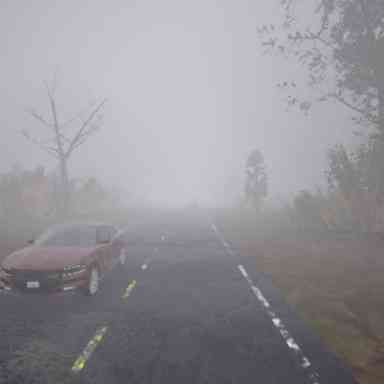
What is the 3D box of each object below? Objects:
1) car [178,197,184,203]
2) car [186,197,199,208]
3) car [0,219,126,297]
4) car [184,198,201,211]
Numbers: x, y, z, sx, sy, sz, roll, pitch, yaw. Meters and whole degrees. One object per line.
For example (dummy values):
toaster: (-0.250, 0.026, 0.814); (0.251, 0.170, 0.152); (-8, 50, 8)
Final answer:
car: (-2.895, 2.272, 91.354); (1.837, 1.490, 4.892); (0, 0, 0)
car: (0.071, 1.851, 59.468); (2.097, 1.767, 4.553); (0, 0, 0)
car: (-3.091, 1.554, 8.987); (1.882, 1.535, 5.008); (0, 0, 0)
car: (0.146, 1.923, 47.211); (1.812, 1.442, 4.674); (0, -1, 0)
